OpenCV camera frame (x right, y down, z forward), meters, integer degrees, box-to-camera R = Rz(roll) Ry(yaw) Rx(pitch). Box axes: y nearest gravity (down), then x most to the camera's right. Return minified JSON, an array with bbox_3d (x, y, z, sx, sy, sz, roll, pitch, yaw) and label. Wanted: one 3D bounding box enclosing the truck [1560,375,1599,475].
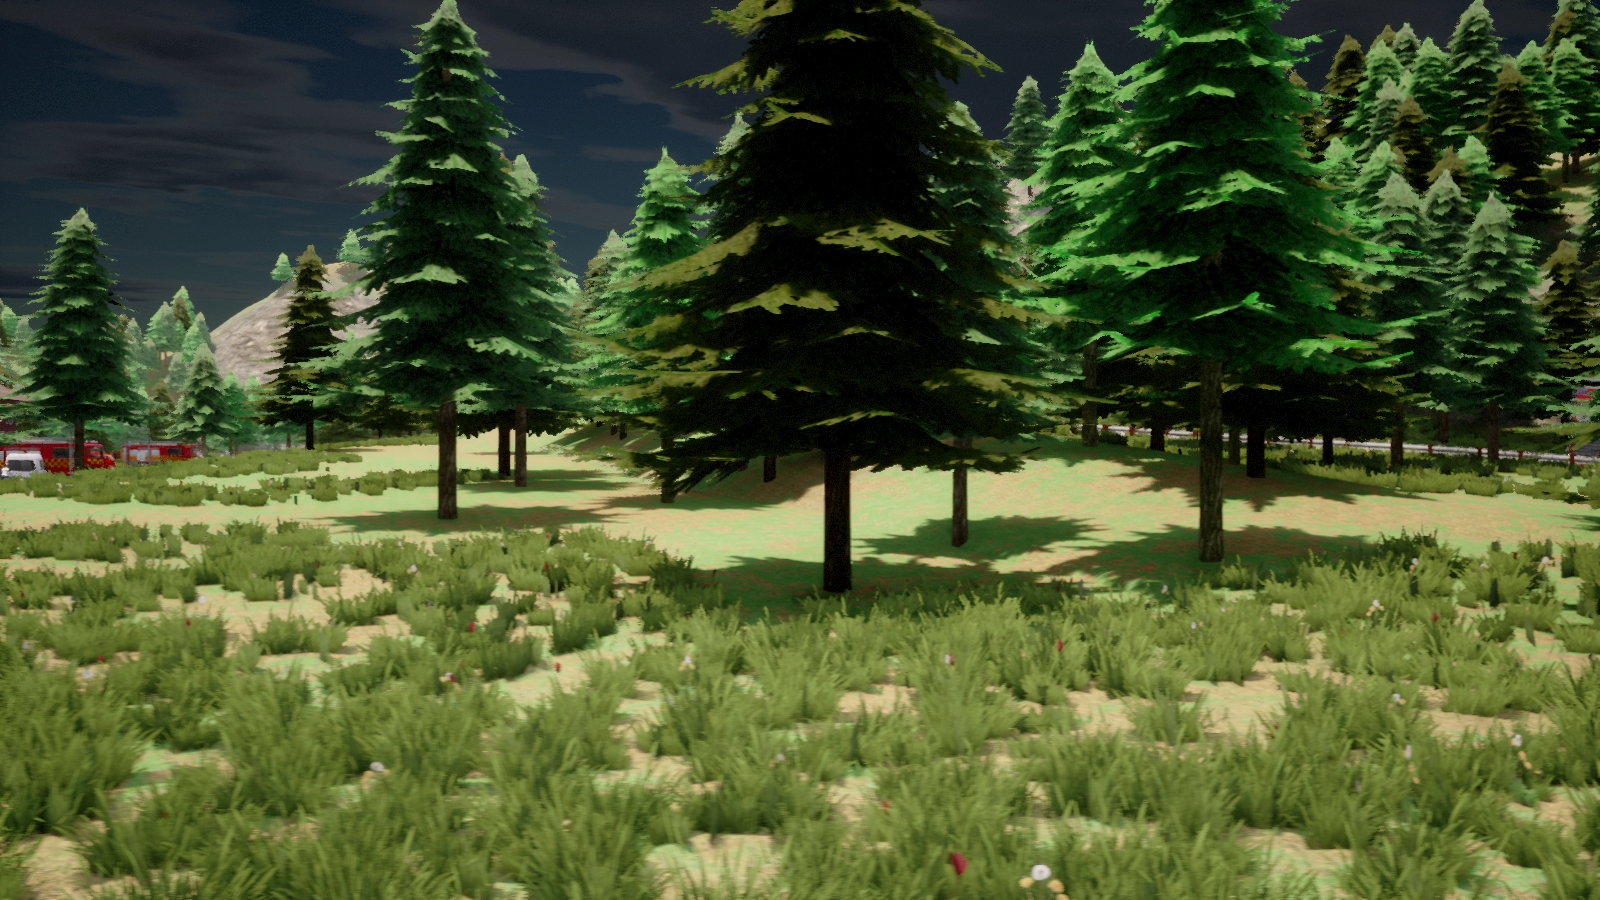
[{"bbox_3d":[34.613,-0.684,44.062,8.468,3.827,2.891,7,5,34],"label":"truck"}]
